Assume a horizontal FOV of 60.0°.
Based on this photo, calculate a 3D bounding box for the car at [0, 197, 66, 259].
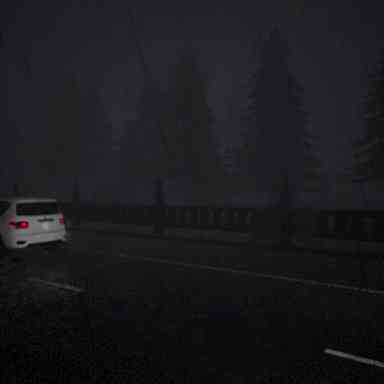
[{"bbox_3d":[-7.196,1.204,12.617,5.566,2.045,2.150,0,0,32],"label":"car"}]
